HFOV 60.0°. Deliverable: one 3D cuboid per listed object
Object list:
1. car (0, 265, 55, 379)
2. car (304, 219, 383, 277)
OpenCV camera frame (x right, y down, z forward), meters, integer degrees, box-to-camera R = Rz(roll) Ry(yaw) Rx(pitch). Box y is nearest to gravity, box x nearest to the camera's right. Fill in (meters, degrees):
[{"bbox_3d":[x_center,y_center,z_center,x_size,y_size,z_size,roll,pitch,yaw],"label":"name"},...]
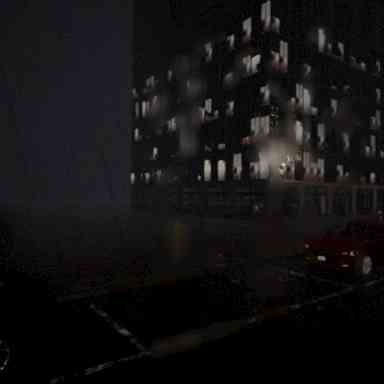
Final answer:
[{"bbox_3d":[-3.875,1.564,3.786,4.313,1.339,1.947,0,1,-35],"label":"car"},{"bbox_3d":[5.367,1.566,10.375,4.507,1.381,1.887,0,1,-35],"label":"car"}]
